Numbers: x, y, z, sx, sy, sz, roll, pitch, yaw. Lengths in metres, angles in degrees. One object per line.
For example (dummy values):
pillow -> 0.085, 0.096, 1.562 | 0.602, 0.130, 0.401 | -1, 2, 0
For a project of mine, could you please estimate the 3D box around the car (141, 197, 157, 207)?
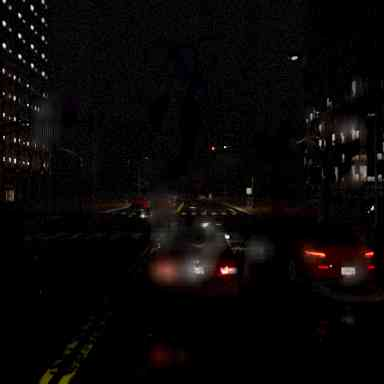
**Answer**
car -> -6.662, 1.464, 52.118 | 1.812, 1.442, 4.674 | 0, 0, 0

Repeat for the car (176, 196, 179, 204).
car -> -3.406, 1.449, 49.468 | 1.837, 1.490, 4.892 | 0, 0, 0

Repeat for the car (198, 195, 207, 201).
car -> 2.542, 1.381, 82.803 | 1.812, 1.442, 4.674 | 0, 0, -4

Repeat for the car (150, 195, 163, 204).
car -> -6.664, 1.419, 62.483 | 1.837, 1.490, 4.892 | 0, 0, 0

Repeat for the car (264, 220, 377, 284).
car -> 3.338, 1.521, 9.408 | 1.812, 1.442, 4.674 | 0, 0, 0

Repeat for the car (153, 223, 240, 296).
car -> 0.089, 1.543, 8.824 | 2.033, 1.411, 5.357 | 0, 0, 0

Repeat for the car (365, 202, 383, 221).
car -> 16.990, 1.276, 26.660 | 5.566, 2.045, 2.150 | 0, 0, 3

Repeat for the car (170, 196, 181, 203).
car -> -3.422, 1.463, 69.121 | 1.994, 1.385, 4.181 | 0, 0, -1

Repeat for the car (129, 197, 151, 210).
car -> -6.651, 1.436, 42.198 | 1.882, 1.535, 5.008 | 0, 0, 0

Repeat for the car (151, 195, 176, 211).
car -> -3.396, 1.314, 40.576 | 2.097, 1.767, 4.553 | 0, 0, 0
